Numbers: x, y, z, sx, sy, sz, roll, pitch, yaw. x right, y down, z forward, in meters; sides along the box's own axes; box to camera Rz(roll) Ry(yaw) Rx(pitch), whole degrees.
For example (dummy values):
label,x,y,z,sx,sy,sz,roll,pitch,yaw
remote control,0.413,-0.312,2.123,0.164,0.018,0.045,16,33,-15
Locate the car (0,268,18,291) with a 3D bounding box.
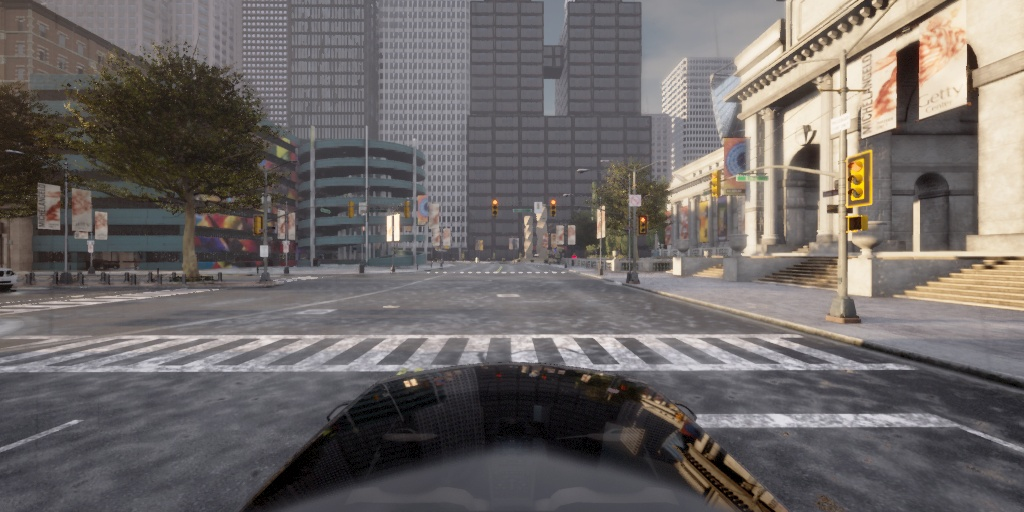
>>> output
label,x,y,z,sx,sy,sz,roll,pitch,yaw
car,-31.152,0.971,19.773,5.566,2.045,2.150,0,0,0
